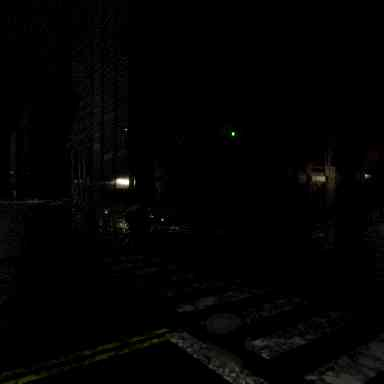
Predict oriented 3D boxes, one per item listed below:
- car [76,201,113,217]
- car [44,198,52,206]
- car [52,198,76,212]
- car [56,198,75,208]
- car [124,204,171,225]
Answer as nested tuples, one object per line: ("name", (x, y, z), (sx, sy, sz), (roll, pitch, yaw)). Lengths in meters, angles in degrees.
("car", (-9.327, 1.619, 32.701), (2.128, 1.511, 4.902), (1, -1, -35))
("car", (-26.467, 1.802, 62.431), (2.128, 1.511, 4.902), (1, -1, -36))
("car", (-15.469, 1.724, 41.395), (2.033, 1.411, 5.357), (1, -1, -34))
("car", (-20.676, 1.790, 54.255), (1.812, 1.442, 4.674), (1, -1, -35))
("car", (-3.386, 1.607, 24.331), (1.812, 1.442, 4.674), (1, -1, -37))
